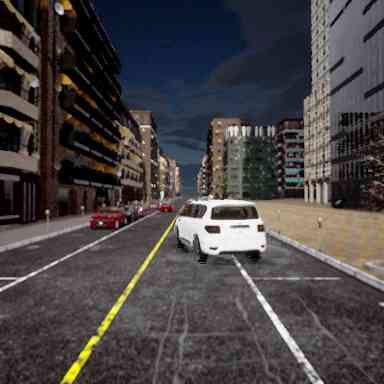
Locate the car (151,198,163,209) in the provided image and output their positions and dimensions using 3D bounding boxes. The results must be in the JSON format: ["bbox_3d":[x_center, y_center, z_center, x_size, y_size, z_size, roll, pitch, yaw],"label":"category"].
[{"bbox_3d":[-5.692,1.976,50.867,1.802,1.307,4.206,1,0,0],"label":"car"}]

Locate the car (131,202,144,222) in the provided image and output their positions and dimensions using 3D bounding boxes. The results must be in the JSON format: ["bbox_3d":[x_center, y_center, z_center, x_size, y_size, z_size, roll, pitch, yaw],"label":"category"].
[{"bbox_3d":[-5.686,1.787,28.589,1.947,1.339,4.313,1,0,0],"label":"car"}]

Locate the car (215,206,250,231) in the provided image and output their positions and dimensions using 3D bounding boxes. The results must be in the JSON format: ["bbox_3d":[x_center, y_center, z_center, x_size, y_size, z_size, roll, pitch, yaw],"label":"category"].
[{"bbox_3d":[2.695,1.723,23.020,1.887,1.381,4.507,1,0,0],"label":"car"}]

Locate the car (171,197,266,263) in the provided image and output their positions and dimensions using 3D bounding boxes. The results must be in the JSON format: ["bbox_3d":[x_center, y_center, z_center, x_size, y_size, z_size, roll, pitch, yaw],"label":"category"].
[{"bbox_3d":[0.834,1.319,12.681,2.150,2.045,5.566,0,0,-13],"label":"car"}]

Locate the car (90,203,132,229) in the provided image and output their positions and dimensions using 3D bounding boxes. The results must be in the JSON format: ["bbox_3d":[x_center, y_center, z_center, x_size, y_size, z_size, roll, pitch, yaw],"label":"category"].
[{"bbox_3d":[-5.685,1.723,23.019,1.887,1.381,4.507,1,0,0],"label":"car"}]

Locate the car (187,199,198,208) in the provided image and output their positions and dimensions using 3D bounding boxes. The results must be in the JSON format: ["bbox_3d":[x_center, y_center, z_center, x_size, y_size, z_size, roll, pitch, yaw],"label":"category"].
[{"bbox_3d":[0.084,1.972,57.555,1.812,1.442,4.674,0,0,0],"label":"car"}]

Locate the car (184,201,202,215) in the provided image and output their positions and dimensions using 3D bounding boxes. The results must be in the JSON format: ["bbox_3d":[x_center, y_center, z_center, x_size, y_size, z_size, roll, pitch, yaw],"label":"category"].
[{"bbox_3d":[0.093,1.849,39.004,2.033,1.411,5.357,0,0,0],"label":"car"}]

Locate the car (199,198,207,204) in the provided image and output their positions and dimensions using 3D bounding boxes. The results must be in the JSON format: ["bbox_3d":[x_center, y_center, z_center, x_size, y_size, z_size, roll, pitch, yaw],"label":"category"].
[{"bbox_3d":[2.809,2.207,84.287,2.008,1.369,4.403,1,0,0],"label":"car"}]

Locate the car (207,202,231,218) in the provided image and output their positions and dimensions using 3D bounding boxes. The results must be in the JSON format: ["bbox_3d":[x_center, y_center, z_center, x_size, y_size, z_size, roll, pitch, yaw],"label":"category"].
[{"bbox_3d":[2.692,1.815,34.159,2.008,1.369,4.403,1,0,0],"label":"car"}]

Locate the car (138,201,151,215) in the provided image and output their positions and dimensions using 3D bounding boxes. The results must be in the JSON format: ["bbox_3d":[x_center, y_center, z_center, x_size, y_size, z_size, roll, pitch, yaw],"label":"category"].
[{"bbox_3d":[-5.686,1.704,34.159,1.967,1.590,4.097,1,0,0],"label":"car"}]

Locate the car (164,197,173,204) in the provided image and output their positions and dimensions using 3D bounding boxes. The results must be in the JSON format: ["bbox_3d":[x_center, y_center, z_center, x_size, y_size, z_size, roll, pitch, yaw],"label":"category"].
[{"bbox_3d":[-5.828,2.079,82.050,1.967,1.590,4.097,1,0,0],"label":"car"}]

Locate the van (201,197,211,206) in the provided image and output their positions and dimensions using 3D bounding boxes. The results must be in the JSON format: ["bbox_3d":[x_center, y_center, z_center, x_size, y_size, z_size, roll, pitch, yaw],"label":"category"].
[{"bbox_3d":[2.715,1.849,65.397,1.690,1.788,3.998,1,0,0],"label":"van"}]

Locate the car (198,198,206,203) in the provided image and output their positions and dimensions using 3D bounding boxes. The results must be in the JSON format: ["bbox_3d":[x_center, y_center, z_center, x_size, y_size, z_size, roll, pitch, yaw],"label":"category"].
[{"bbox_3d":[2.807,2.252,89.856,2.008,1.369,4.403,1,0,0],"label":"car"}]

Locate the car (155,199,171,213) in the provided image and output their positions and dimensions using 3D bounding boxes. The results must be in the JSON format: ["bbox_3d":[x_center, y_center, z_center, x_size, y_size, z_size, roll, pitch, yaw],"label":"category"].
[{"bbox_3d":[-3.103,1.924,41.794,1.895,1.301,4.718,0,0,0],"label":"car"}]
